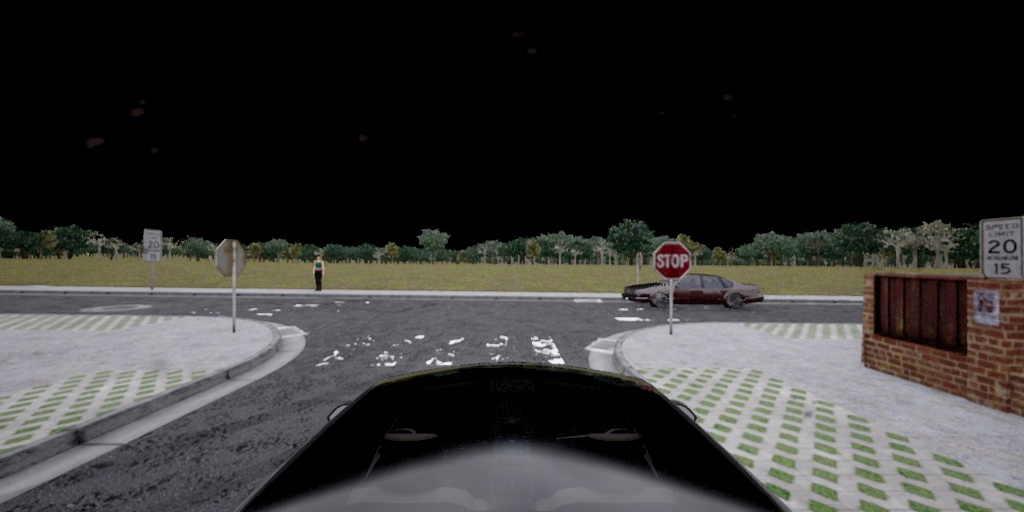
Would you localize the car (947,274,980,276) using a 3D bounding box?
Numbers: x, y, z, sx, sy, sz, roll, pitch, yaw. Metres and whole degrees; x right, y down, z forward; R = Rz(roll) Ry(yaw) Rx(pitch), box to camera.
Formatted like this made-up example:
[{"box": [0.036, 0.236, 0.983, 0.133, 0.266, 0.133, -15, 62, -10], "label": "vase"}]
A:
[{"box": [18.261, 1.487, 12.313, 4.902, 1.511, 2.128, 1, -1, 0], "label": "car"}]

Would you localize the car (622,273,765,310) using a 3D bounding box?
[{"box": [7.523, 1.442, 15.153, 5.357, 1.411, 2.033, 1, -1, 0], "label": "car"}]

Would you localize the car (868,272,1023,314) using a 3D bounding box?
[{"box": [18.597, 1.518, 15.212, 4.902, 1.511, 2.128, 1, -1, 0], "label": "car"}]

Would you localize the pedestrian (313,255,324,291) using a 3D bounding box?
[{"box": [-9.691, 0.844, 17.966, 0.375, 1.860, 0.375, 0, -1, 0], "label": "pedestrian"}]
